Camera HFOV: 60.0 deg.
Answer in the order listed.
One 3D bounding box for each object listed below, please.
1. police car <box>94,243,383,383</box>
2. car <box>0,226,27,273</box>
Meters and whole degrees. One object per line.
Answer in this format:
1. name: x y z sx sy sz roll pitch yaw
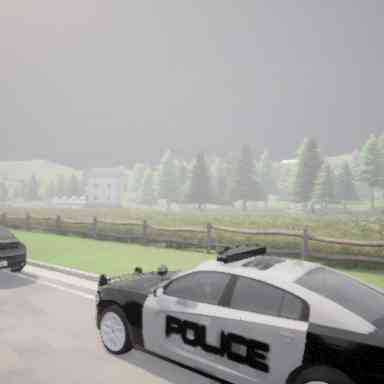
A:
1. police car: 0.574 1.589 4.718 5.238 1.638 1.930 -1 -2 38
2. car: -7.206 1.811 10.821 4.892 1.490 1.837 -1 -2 38
